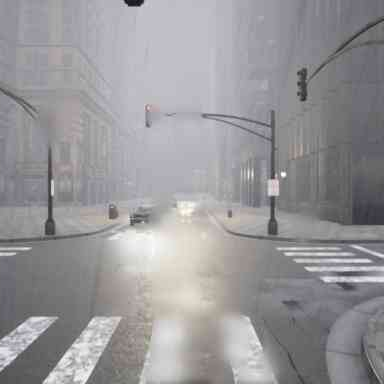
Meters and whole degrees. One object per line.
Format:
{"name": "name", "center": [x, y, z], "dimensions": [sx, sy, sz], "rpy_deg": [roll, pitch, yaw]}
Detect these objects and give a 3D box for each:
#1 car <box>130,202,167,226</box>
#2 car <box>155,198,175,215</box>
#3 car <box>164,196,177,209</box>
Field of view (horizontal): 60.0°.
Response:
{"name": "car", "center": [-3.107, 1.596, 23.342], "dimensions": [1.895, 1.301, 4.718], "rpy_deg": [0, 0, 0]}
{"name": "car", "center": [-3.104, 1.559, 33.285], "dimensions": [1.994, 1.385, 4.181], "rpy_deg": [0, 0, 0]}
{"name": "car", "center": [-3.105, 1.347, 44.660], "dimensions": [2.097, 1.767, 4.553], "rpy_deg": [0, 0, 1]}
